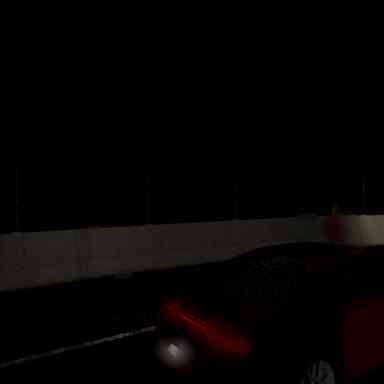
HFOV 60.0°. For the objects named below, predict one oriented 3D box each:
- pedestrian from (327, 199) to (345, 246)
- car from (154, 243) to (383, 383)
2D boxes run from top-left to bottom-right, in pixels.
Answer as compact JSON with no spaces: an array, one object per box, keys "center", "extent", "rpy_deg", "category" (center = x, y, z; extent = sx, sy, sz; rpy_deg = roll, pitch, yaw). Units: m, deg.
[{"center":[5.234,1.141,12.184],"extent":[0.375,1.860,0.375],"rpy_deg":[0,0,-23],"category":"pedestrian"},{"center":[1.935,1.477,4.732],"extent":[5.008,1.535,1.882],"rpy_deg":[0,0,-31],"category":"car"}]
